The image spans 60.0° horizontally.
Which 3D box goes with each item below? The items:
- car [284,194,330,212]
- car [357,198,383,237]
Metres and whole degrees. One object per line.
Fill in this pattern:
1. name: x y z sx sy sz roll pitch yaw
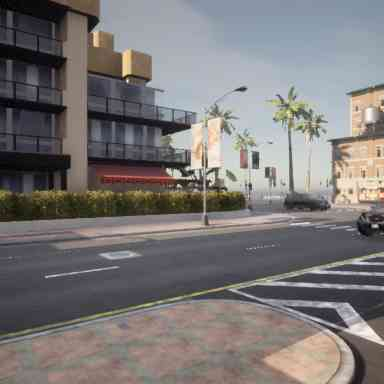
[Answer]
1. car: 13.462 1.222 39.352 2.150 2.045 5.566 0 0 -35
2. car: 10.719 1.221 16.919 5.566 2.045 2.150 0 0 -35
